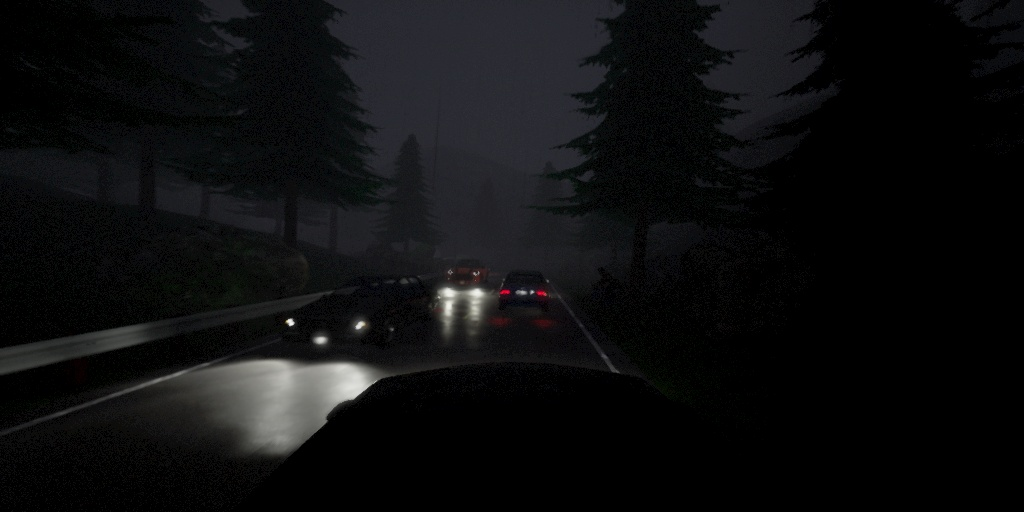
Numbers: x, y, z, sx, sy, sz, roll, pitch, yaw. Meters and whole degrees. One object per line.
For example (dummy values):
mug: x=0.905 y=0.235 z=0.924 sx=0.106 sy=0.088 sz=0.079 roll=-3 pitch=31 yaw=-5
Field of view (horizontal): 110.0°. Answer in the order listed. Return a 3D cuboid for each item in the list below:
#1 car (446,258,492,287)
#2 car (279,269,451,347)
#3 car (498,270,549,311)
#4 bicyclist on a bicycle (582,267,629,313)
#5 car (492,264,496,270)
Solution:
car: x=-2.754 y=0.963 z=22.963 sx=2.097 sy=1.767 sz=4.553 roll=2 pitch=0 yaw=3
car: x=-3.360 y=1.184 z=9.326 sx=2.033 sy=1.411 sz=5.357 roll=2 pitch=0 yaw=4
car: x=0.513 y=1.275 z=14.429 sx=2.033 sy=1.411 sz=5.357 roll=2 pitch=0 yaw=3
bicyclist on a bicycle: x=3.316 y=1.229 z=12.719 sx=1.656 sy=1.620 sz=0.582 roll=1 pitch=-2 yaw=2
car: x=-3.970 y=1.120 z=41.989 sx=1.895 sy=1.301 sz=4.718 roll=1 pitch=0 yaw=-38
